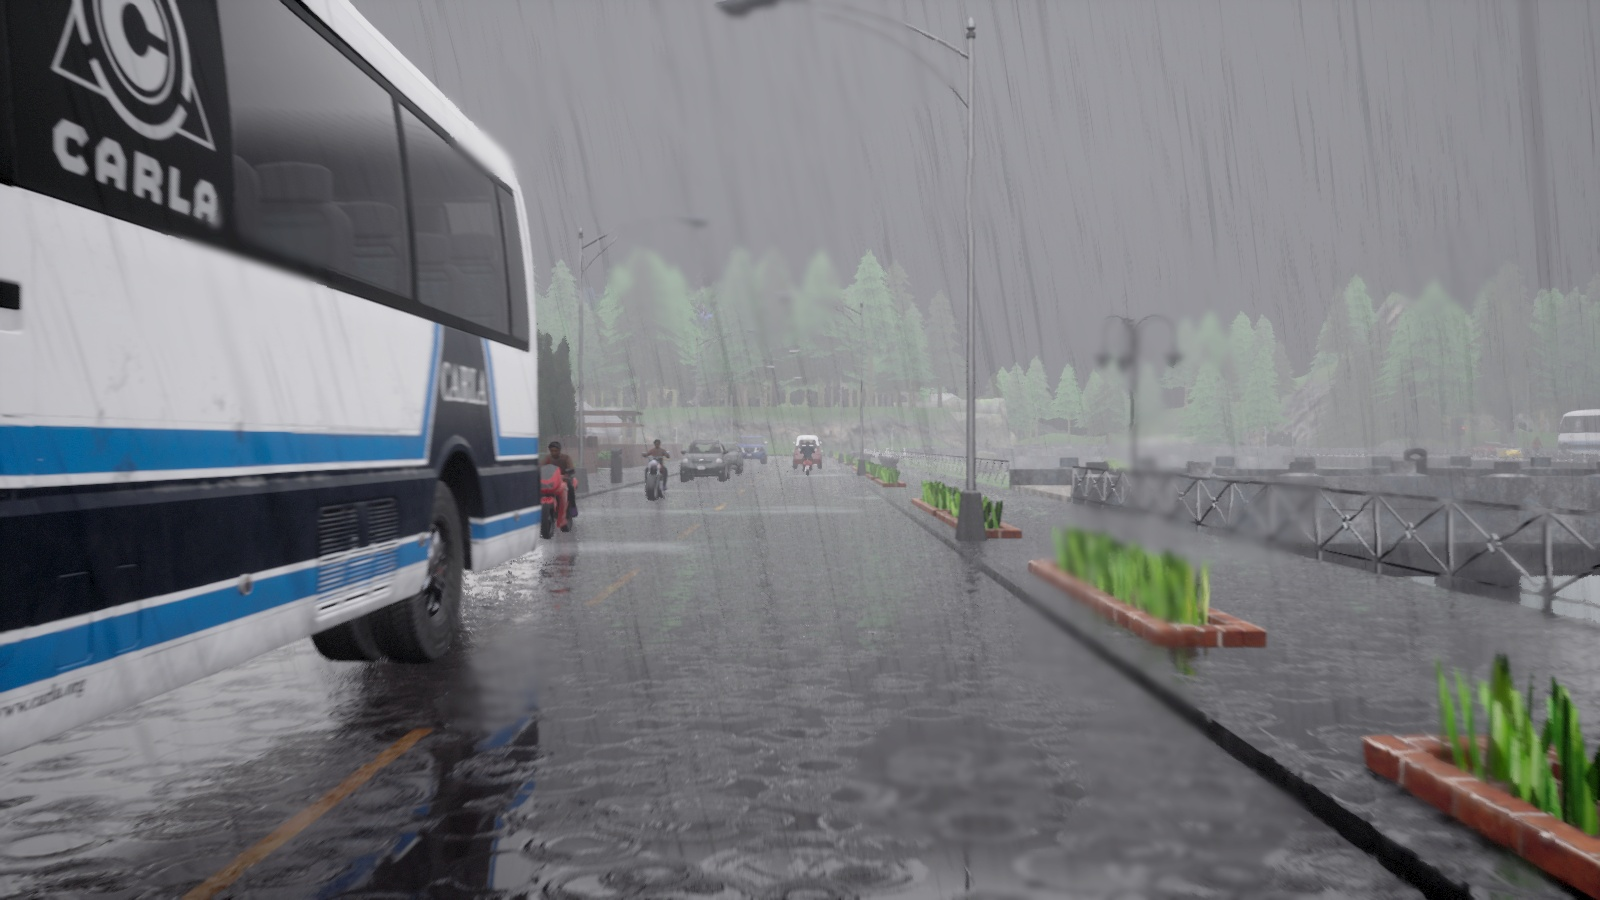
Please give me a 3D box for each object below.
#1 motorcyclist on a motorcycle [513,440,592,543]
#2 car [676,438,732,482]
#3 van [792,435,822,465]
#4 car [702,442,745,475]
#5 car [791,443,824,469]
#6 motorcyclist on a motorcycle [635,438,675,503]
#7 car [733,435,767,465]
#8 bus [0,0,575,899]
[{"bbox_3d":[-3.859,0.614,19.752,0.797,1.523,2.044,0,0,1],"label":"motorcyclist on a motorcycle"},{"bbox_3d":[-3.701,0.365,49.083,1.851,1.617,3.988,0,0,0],"label":"car"},{"bbox_3d":[0.529,-0.029,88.905,2.069,2.038,4.480,0,0,0],"label":"van"},{"bbox_3d":[-3.637,0.384,60.112,1.789,1.549,3.705,0,0,0],"label":"car"},{"bbox_3d":[0.440,0.348,73.291,1.845,1.501,3.633,0,0,0],"label":"car"},{"bbox_3d":[-3.794,0.508,32.931,0.766,1.649,2.350,0,1,0],"label":"motorcyclist on a motorcycle"},{"bbox_3d":[-3.472,-0.037,88.635,2.150,2.045,5.566,0,0,0],"label":"car"},{"bbox_3d":[-3.948,-0.666,5.804,3.944,4.253,10.273,0,0,0],"label":"bus"}]
